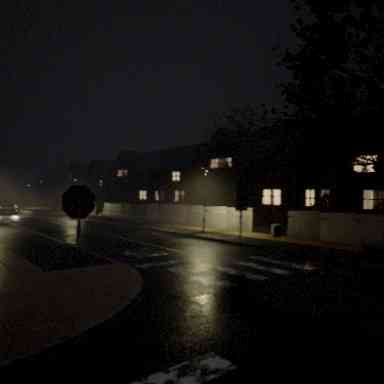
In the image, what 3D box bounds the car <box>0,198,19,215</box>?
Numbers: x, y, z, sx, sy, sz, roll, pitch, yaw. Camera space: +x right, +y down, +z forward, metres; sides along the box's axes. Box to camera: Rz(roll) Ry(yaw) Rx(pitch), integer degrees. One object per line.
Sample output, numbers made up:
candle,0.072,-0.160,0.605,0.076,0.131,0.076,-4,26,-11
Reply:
car,-19.912,1.452,35.290,2.097,1.767,4.553,2,-2,-38
